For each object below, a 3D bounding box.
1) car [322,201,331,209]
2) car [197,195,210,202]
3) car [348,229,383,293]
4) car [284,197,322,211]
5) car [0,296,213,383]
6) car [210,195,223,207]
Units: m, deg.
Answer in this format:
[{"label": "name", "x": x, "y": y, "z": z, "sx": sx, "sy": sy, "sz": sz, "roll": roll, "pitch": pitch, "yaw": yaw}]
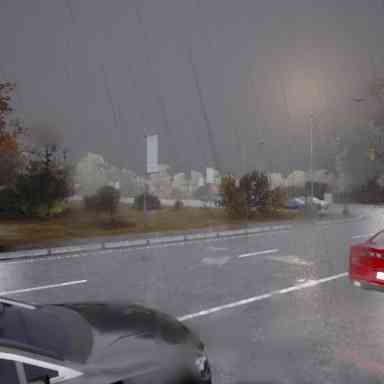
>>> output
[{"label": "car", "x": 13.881, "y": 1.269, "z": 39.131, "sx": 1.812, "sy": 1.442, "sz": 4.674, "roll": -1, "pitch": 0, "yaw": -39}, {"label": "car", "x": 3.314, "y": 1.238, "z": 63.803, "sx": 2.033, "sy": 1.411, "sz": 5.357, "roll": -1, "pitch": 0, "yaw": -39}, {"label": "car", "x": 5.678, "y": 1.442, "z": 7.787, "sx": 5.008, "sy": 1.535, "sz": 1.882, "roll": 0, "pitch": 0, "yaw": -35}, {"label": "car", "x": 11.095, "y": 1.322, "z": 36.979, "sx": 2.033, "sy": 1.411, "sz": 5.357, "roll": -1, "pitch": 0, "yaw": -39}, {"label": "car", "x": -2.040, "y": 1.492, "z": 2.275, "sx": 4.902, "sy": 1.511, "sz": 2.128, "roll": 0, "pitch": 0, "yaw": -35}, {"label": "car", "x": 5.041, "y": 1.285, "z": 44.534, "sx": 1.837, "sy": 1.490, "sz": 4.892, "roll": -1, "pitch": 0, "yaw": -39}]
